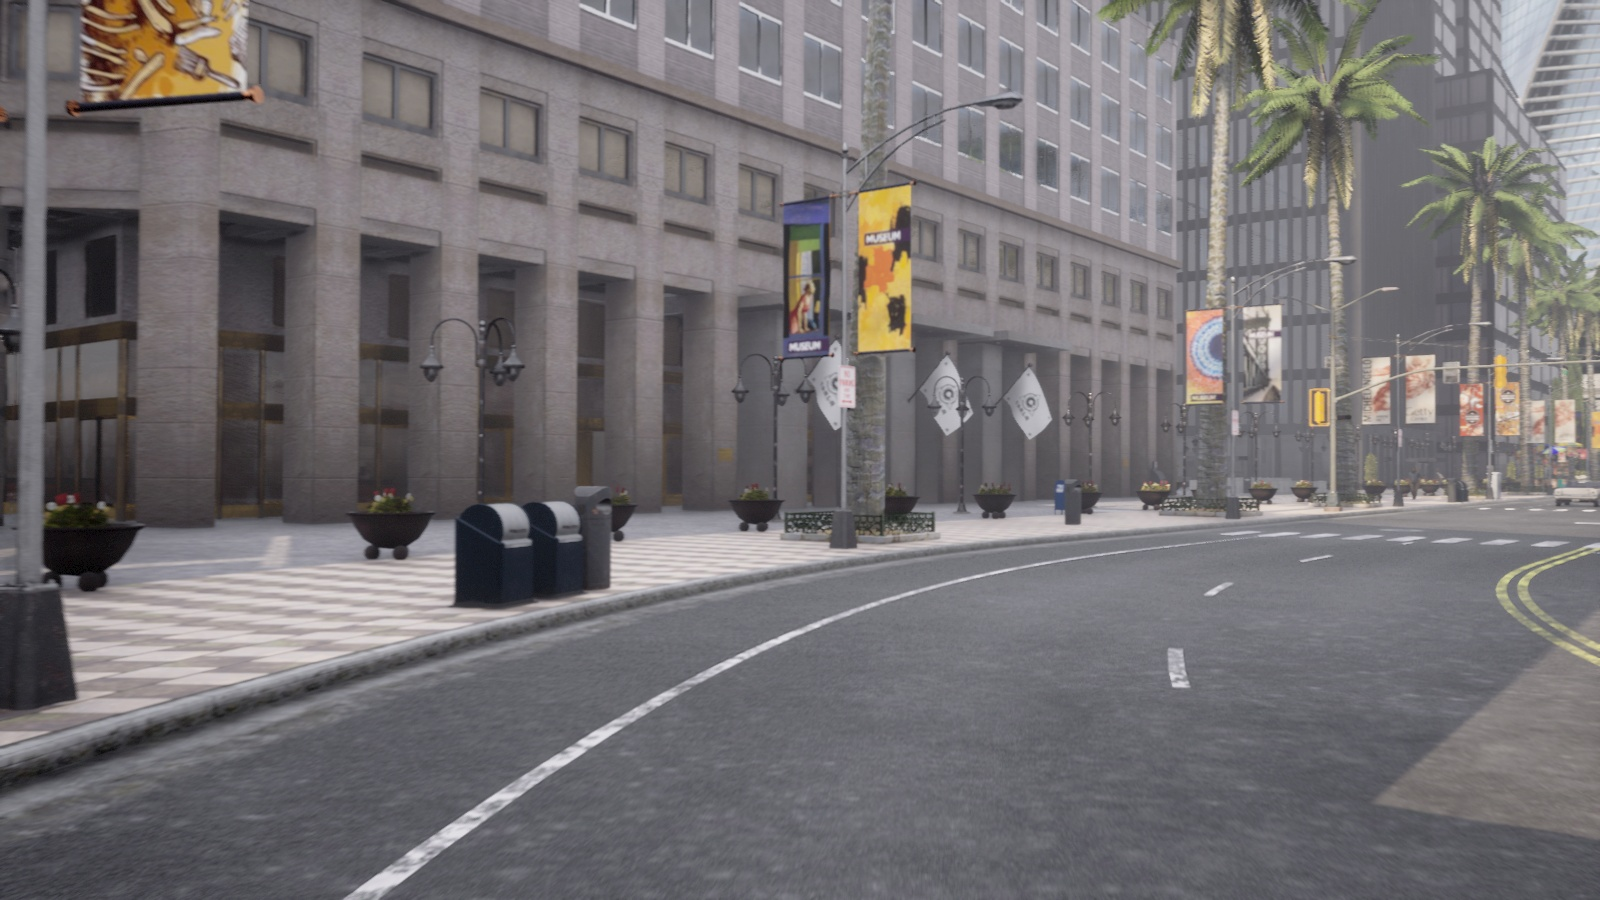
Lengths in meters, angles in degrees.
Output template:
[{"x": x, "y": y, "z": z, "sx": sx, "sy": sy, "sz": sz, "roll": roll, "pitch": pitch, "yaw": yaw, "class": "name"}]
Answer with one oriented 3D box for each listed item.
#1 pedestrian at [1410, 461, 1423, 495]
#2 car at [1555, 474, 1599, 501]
[{"x": 33.338, "y": 1.505, "z": 67.900, "sx": 0.540, "sy": 1.848, "sz": 0.694, "roll": -1, "pitch": -1, "yaw": 30, "class": "pedestrian"}, {"x": 39.032, "y": 1.840, "z": 62.464, "sx": 1.895, "sy": 1.301, "sz": 4.718, "roll": -1, "pitch": -1, "yaw": 39, "class": "car"}]
